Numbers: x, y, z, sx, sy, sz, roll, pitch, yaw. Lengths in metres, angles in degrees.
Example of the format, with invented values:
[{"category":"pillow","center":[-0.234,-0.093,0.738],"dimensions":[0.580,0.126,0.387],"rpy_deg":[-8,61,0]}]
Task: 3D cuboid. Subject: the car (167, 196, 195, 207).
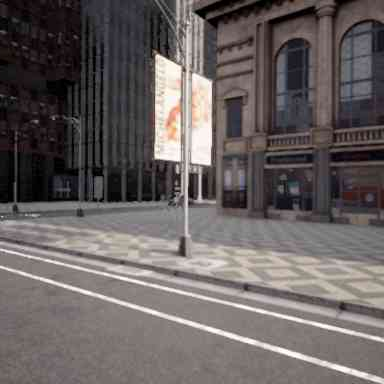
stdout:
[{"category":"car","center":[-1.406,1.249,44.203],"dimensions":[1.994,1.385,4.181],"rpy_deg":[1,0,36]}]
